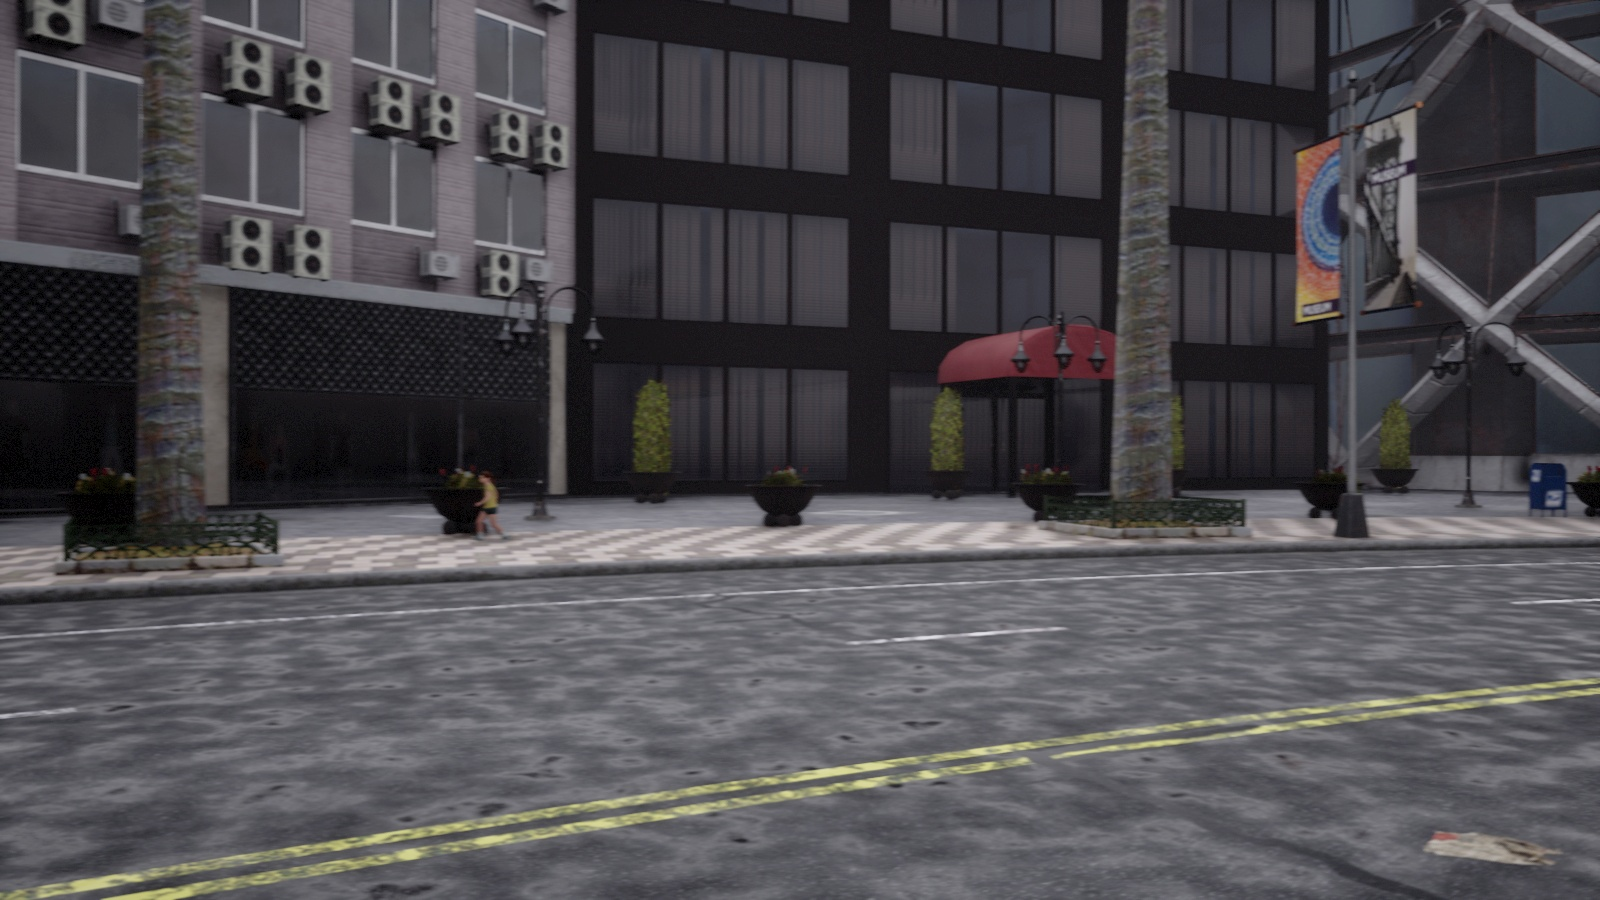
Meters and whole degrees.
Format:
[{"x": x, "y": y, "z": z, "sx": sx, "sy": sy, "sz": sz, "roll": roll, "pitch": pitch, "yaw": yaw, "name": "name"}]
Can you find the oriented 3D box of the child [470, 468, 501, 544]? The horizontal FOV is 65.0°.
[{"x": -4.668, "y": 0.818, "z": 18.646, "sx": 0.394, "sy": 1.110, "sz": 0.255, "roll": 0, "pitch": 0, "yaw": -27, "name": "child"}]
